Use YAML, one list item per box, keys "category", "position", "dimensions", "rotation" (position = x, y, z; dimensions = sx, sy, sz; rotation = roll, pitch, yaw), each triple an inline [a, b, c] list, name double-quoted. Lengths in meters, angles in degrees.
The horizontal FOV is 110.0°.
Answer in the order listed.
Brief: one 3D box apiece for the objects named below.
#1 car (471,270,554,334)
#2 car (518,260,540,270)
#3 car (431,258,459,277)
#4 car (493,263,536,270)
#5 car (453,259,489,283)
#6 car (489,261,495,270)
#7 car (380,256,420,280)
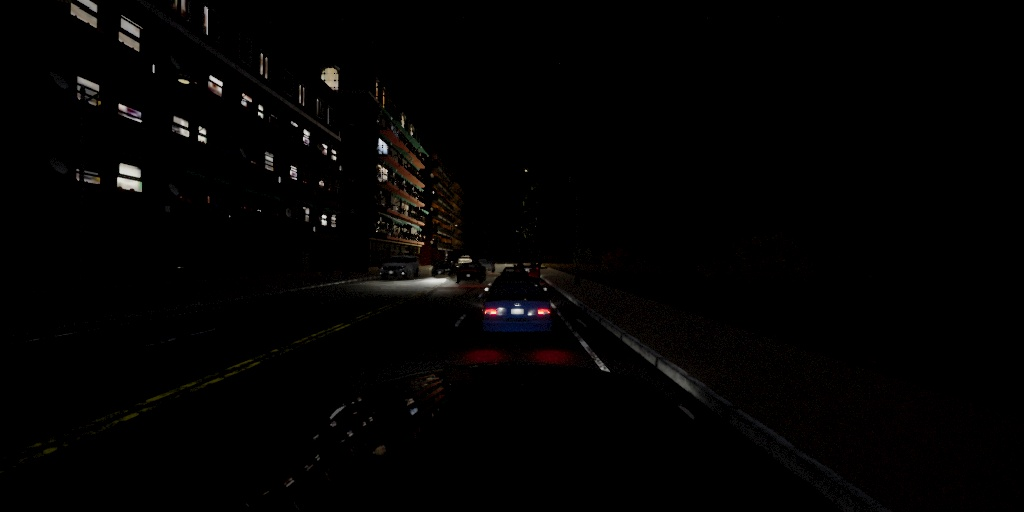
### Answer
- category: "car"
  position: [0.117, 1.299, 10.583]
  dimensions: [2.033, 1.411, 5.357]
  rotation: [0, 0, 0]
- category: "car"
  position: [1.189, 1.104, 29.851]
  dimensions: [2.097, 1.767, 4.553]
  rotation: [0, 0, 0]
- category: "car"
  position: [-6.540, 1.244, 34.896]
  dimensions: [2.128, 1.511, 4.902]
  rotation: [0, 0, 0]
- category: "car"
  position: [0.129, 1.316, 20.916]
  dimensions: [1.994, 1.385, 4.181]
  rotation: [0, 0, 1]
- category: "car"
  position: [-3.102, 1.230, 27.964]
  dimensions: [1.882, 1.535, 5.008]
  rotation: [0, 0, 0]
- category: "car"
  position: [-3.072, 1.278, 44.579]
  dimensions: [1.812, 1.442, 4.674]
  rotation: [0, 0, 0]
- category: "car"
  position: [-9.795, 0.974, 31.774]
  dimensions: [2.150, 2.045, 5.566]
  rotation: [0, 0, 0]
